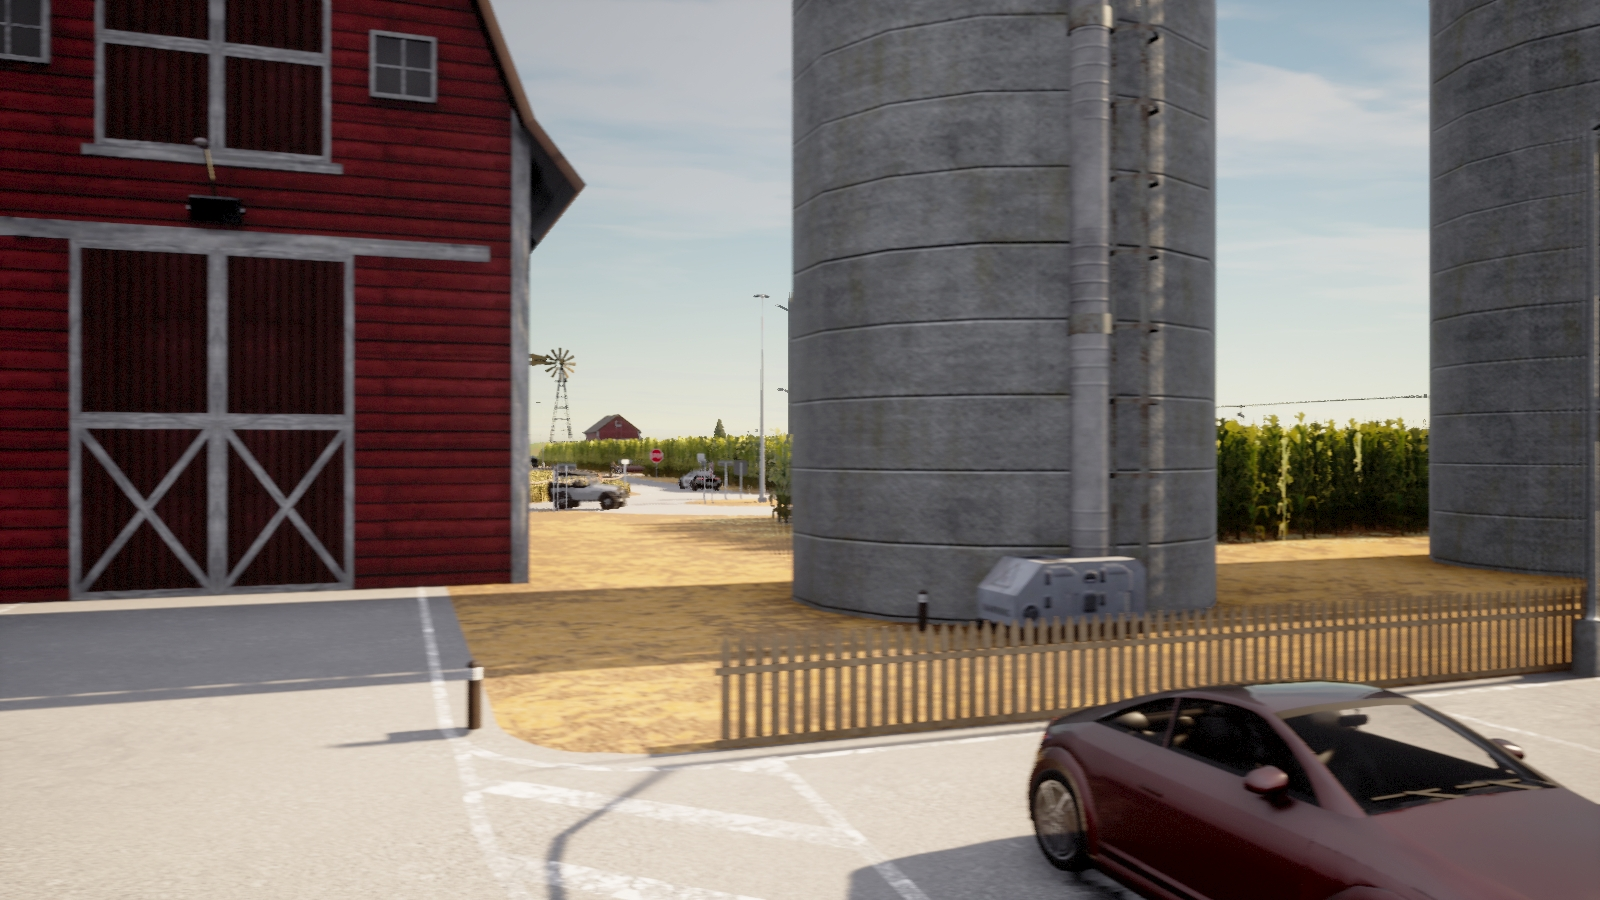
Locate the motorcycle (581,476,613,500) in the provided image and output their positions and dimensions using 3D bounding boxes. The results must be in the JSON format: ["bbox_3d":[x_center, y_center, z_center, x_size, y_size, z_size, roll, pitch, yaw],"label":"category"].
[{"bbox_3d":[-11.613,2.155,65.394,0.764,1.307,2.356,0,0,18],"label":"motorcycle"}]

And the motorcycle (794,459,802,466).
[{"bbox_3d":[-0.350,2.154,197.772,0.764,1.307,2.356,0,0,-21],"label":"motorcycle"}]

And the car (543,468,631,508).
[{"bbox_3d":[-10.440,1.857,56.166,3.866,1.878,1.905,0,0,6],"label":"car"}]
